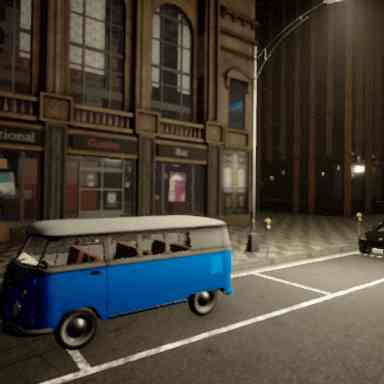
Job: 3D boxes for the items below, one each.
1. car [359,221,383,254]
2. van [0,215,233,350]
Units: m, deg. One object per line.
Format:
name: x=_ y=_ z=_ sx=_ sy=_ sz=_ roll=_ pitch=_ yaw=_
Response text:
car: x=8.050 y=1.626 z=12.484 sx=4.313 sy=1.339 sz=1.947 roll=0 pitch=1 yaw=-35
van: x=-1.110 y=1.352 z=5.957 sx=3.998 sy=1.788 sz=1.690 roll=0 pitch=1 yaw=-35
